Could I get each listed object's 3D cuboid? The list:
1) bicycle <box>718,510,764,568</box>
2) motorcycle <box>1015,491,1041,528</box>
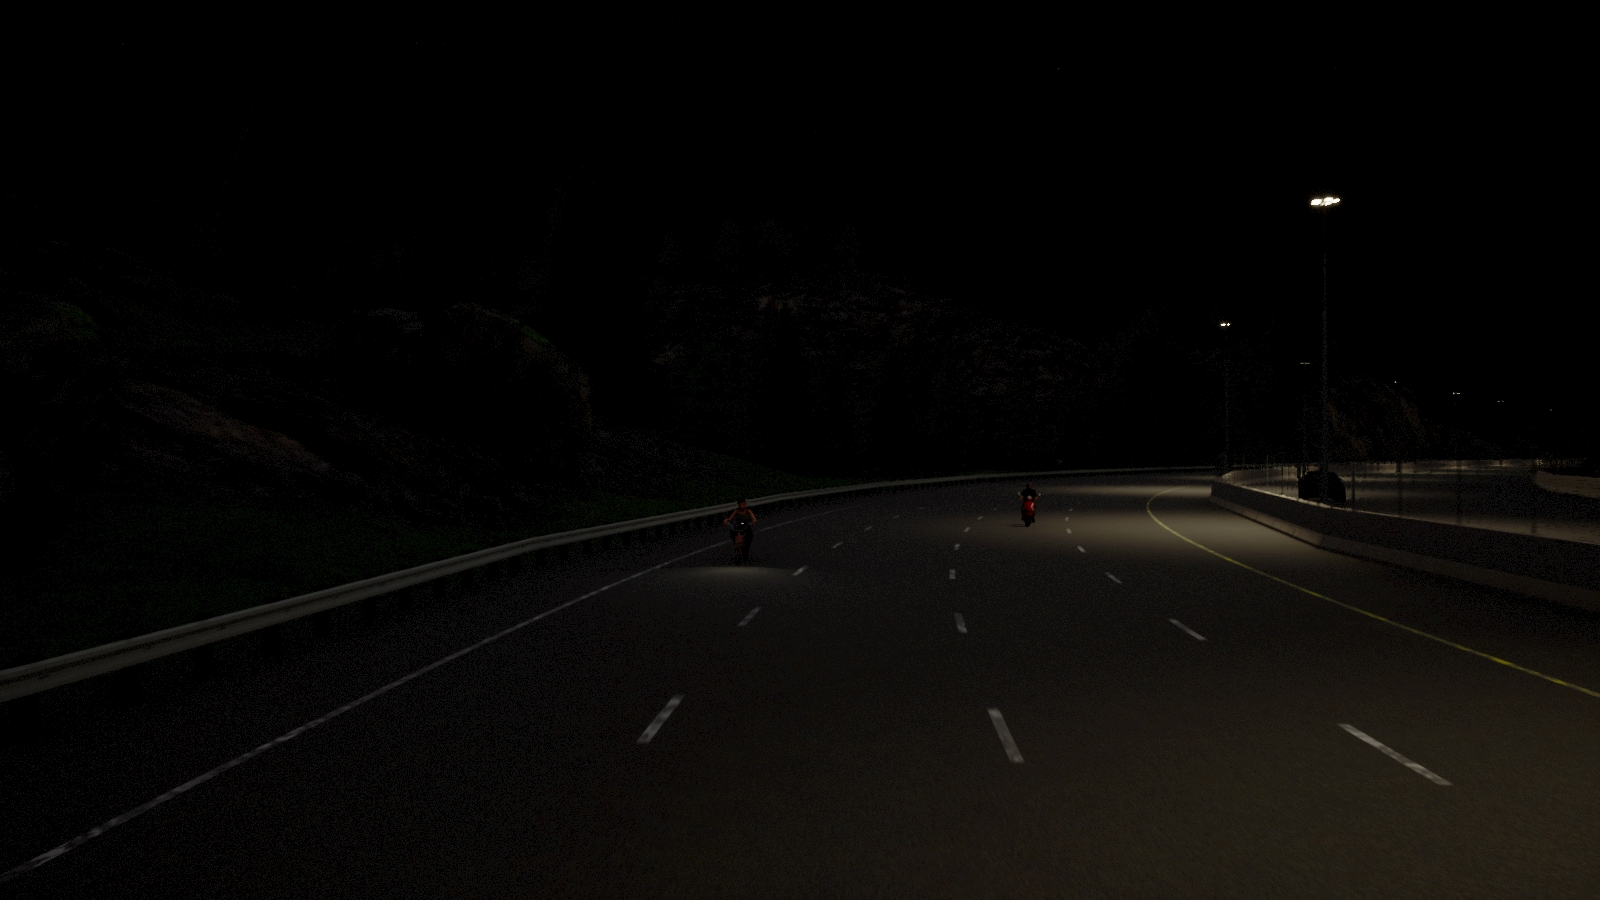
[{"bbox_3d":[-1.432,2.147,27.925,0.859,1.295,1.487,0,0,8],"label":"bicycle"},{"bbox_3d":[8.414,2.191,42.148,0.856,1.236,1.805,2,0,13],"label":"motorcycle"}]
